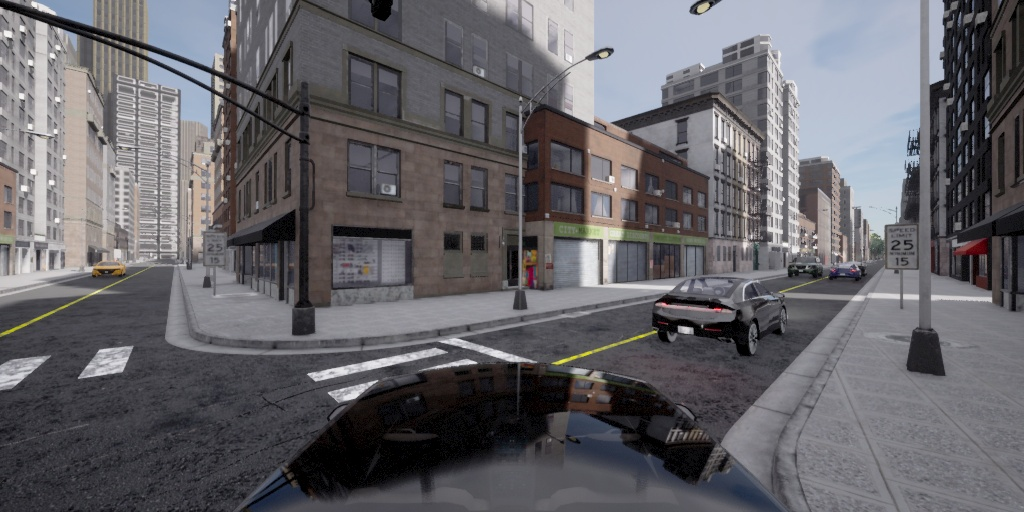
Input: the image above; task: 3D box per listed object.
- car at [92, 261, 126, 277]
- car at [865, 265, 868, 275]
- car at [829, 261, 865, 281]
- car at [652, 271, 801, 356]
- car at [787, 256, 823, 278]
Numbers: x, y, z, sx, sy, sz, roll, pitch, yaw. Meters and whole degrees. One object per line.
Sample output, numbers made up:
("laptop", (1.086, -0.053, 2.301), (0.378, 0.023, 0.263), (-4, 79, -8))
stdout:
("car", (-39.334, 1.211, 35.083), (1.882, 1.535, 5.008), (0, 0, -43))
("car", (36.083, 1.302, 37.869), (5.008, 1.535, 1.882), (0, 0, -43))
("car", (28.623, 1.328, 30.762), (4.674, 1.442, 1.812), (0, 0, -43))
("car", (5.178, 1.248, 8.715), (4.902, 1.511, 2.128), (0, 0, -43))
("car", (28.767, 1.031, 35.110), (5.566, 2.045, 2.150), (0, 0, -43))
